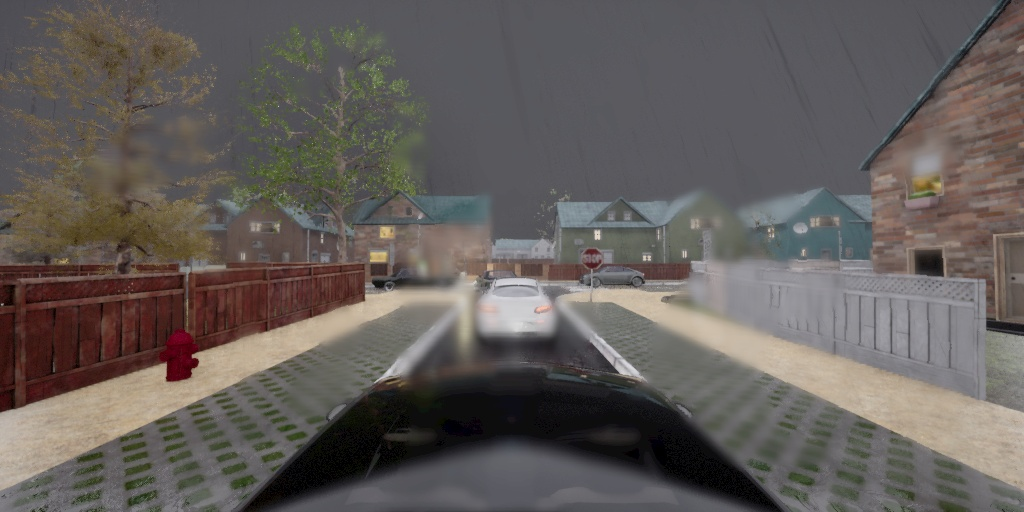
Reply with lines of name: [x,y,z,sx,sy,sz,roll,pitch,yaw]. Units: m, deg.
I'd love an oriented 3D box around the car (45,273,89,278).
car: [-25.600,1.632,21.169,4.718,1.301,1.895,-1,-1,1]

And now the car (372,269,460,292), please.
car: [-5.475,1.416,20.891,4.718,1.301,1.895,-1,-1,1]

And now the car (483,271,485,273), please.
car: [-0.750,1.366,18.504,1.895,1.301,4.718,0,-1,-12]

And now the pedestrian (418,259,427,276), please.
pedestrian: [-6.691,1.118,26.777,0.375,1.860,0.375,0,-1,1]

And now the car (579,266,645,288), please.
car: [6.547,1.344,23.677,4.181,1.385,1.994,0,-1,1]

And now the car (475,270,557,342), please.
car: [0.106,1.279,9.685,1.812,1.442,4.674,0,0,0]
